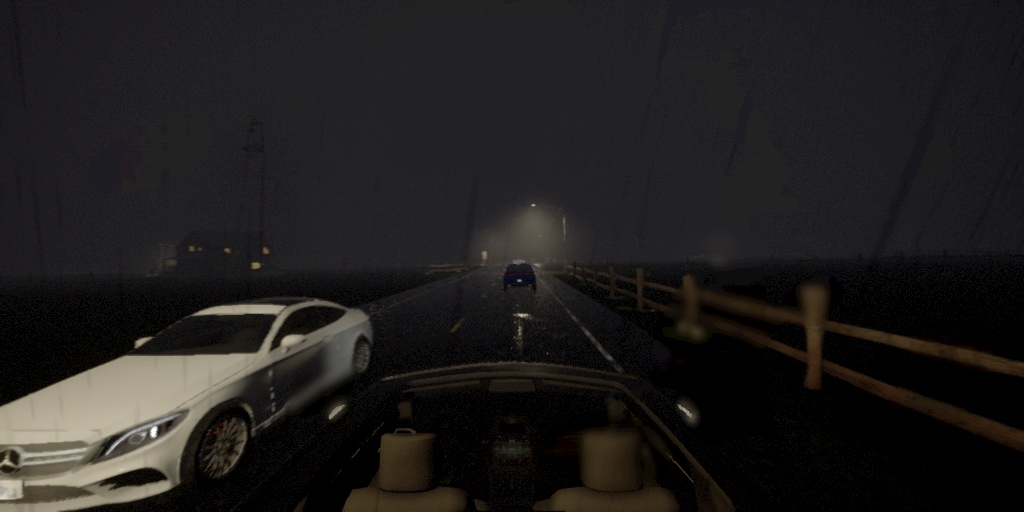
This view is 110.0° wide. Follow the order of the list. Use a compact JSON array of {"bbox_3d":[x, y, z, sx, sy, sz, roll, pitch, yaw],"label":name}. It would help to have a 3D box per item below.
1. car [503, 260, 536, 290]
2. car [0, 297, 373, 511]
[{"bbox_3d":[0.469,1.177,22.139,1.882,1.535,5.008,-1,0,1],"label":"car"},{"bbox_3d":[-3.449,1.340,4.788,1.812,1.442,4.674,-1,0,1],"label":"car"}]
